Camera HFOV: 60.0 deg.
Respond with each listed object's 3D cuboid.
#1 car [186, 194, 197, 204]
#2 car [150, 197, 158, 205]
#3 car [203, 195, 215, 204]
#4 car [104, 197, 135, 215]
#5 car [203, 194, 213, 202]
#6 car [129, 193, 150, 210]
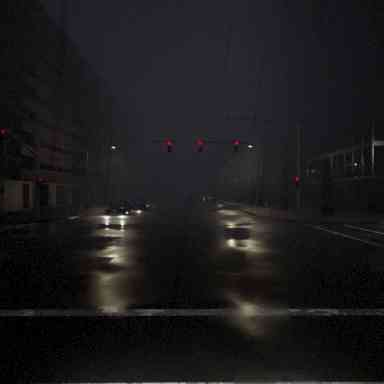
[{"bbox_3d":[-0.046,1.564,64.617,1.994,1.385,4.181,0,0,1],"label":"car"},{"bbox_3d":[-7.271,1.548,59.938,2.033,1.411,5.357,0,0,1],"label":"car"},{"bbox_3d":[3.453,1.491,64.709,2.128,1.511,4.902,0,0,1],"label":"car"},{"bbox_3d":[-7.471,1.526,34.219,1.812,1.442,4.674,0,0,0],"label":"car"},{"bbox_3d":[3.456,1.355,74.574,2.097,1.767,4.553,0,0,1],"label":"car"},{"bbox_3d":[-7.454,1.218,44.426,2.150,2.045,5.566,0,0,1],"label":"car"}]
